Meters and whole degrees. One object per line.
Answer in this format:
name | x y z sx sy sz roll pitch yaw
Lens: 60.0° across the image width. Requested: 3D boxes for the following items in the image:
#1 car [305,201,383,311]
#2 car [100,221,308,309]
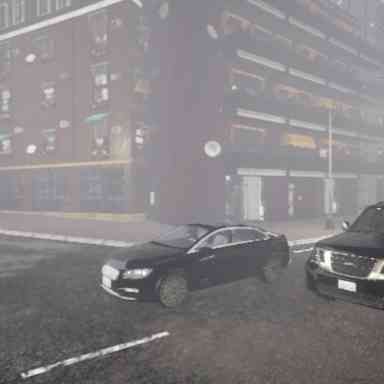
car | 4.834 1.216 7.230 5.566 2.045 2.150 0 0 -36
car | 0.313 1.489 7.956 4.902 1.511 2.128 0 0 -36
